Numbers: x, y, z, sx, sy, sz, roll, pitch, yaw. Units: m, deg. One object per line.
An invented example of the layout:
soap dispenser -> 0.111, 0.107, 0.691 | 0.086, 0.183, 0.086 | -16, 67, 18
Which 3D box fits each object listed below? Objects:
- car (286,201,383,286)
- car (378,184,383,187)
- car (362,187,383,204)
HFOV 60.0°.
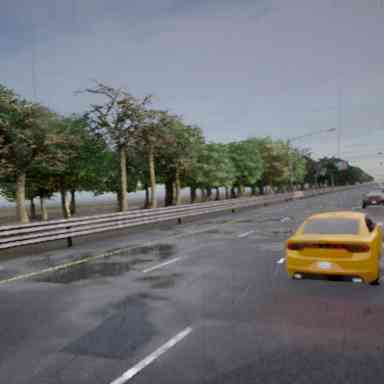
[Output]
car -> 3.943, 1.263, 8.898 | 1.882, 1.535, 5.008 | -4, 0, 31
car -> 28.169, -0.046, 49.659 | 2.033, 1.411, 5.357 | -4, 0, 31
car -> 16.341, 0.606, 29.755 | 1.812, 1.442, 4.674 | -4, 0, 31
